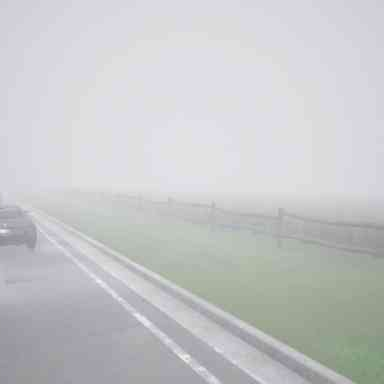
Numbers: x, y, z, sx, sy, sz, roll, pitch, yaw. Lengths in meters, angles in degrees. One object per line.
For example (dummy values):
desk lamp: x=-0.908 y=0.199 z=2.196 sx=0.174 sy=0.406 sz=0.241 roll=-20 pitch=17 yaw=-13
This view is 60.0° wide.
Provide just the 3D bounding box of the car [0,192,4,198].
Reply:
car: x=-17.438 y=0.368 z=28.693 sx=2.128 sy=1.511 sz=4.902 roll=0 pitch=2 yaw=-32

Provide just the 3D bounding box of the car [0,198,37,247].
car: x=-6.825 y=1.105 z=11.870 sx=1.994 sy=1.385 sz=4.181 roll=0 pitch=2 yaw=-32
